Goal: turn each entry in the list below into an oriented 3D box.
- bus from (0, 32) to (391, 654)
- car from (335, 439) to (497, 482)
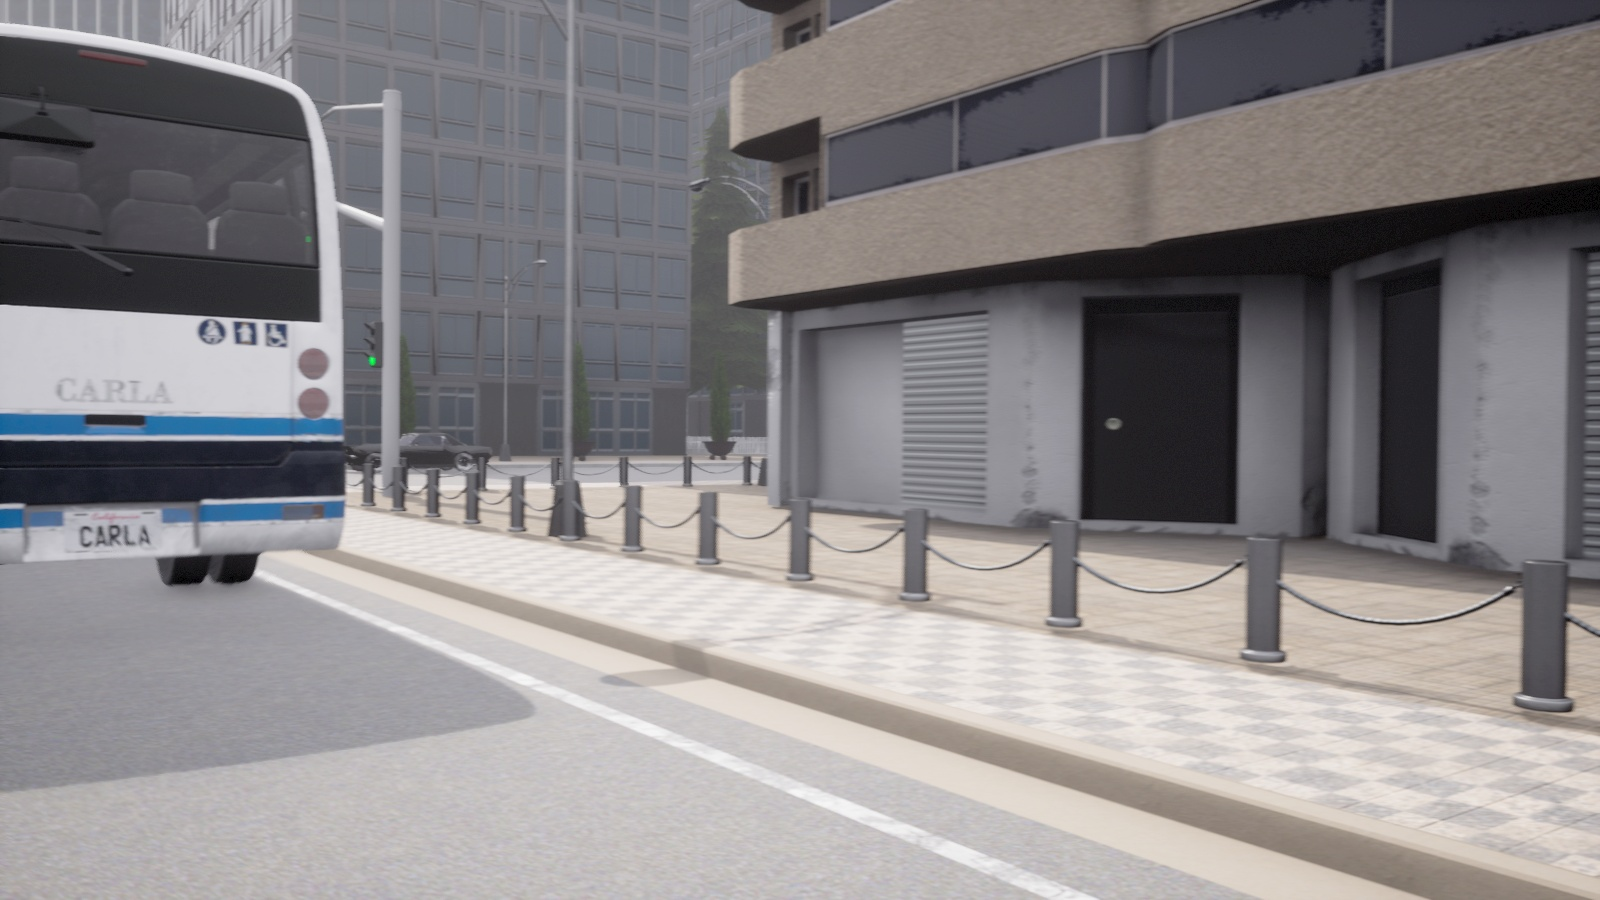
[{"bbox_3d":[-7.953,-0.758,13.138,3.944,4.253,10.273,-1,1,-36],"label":"bus"},{"bbox_3d":[-12.619,0.312,41.363,4.718,1.301,1.895,-1,1,-36],"label":"car"}]
